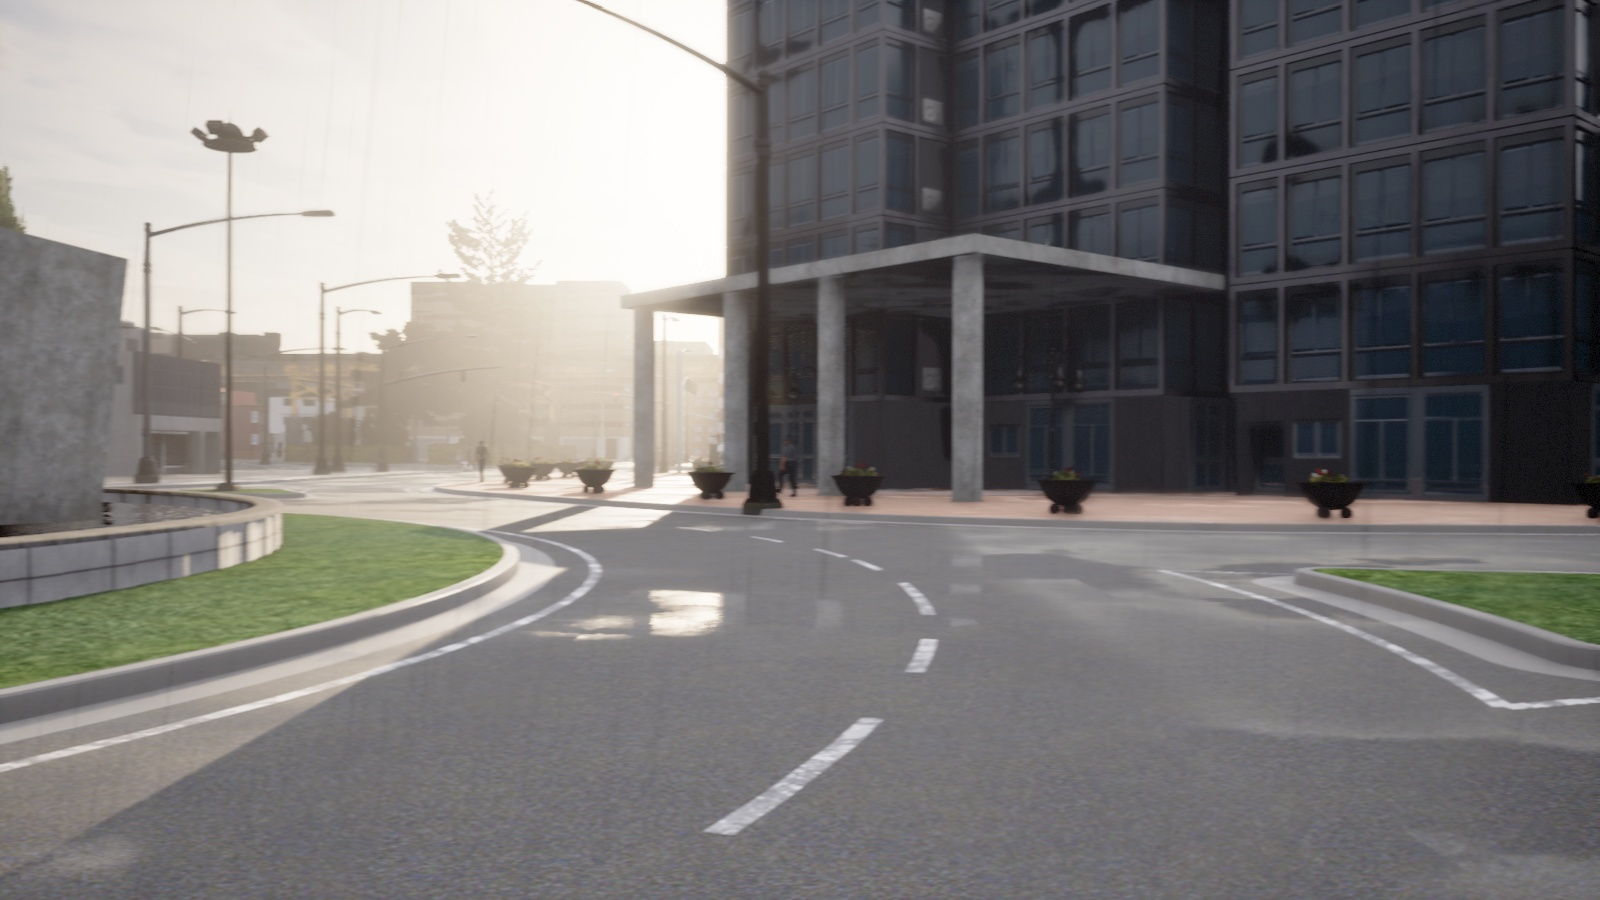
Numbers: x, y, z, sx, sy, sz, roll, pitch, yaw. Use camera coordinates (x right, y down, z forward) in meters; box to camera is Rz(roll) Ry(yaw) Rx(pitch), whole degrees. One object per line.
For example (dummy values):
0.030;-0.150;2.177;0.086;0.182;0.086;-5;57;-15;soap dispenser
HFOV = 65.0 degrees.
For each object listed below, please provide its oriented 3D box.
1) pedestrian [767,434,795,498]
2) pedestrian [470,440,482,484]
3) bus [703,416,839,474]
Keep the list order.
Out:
-0.557;0.454;36.766;0.540;1.848;0.694;0;0;-34;pedestrian
-13.361;0.479;51.809;0.328;1.805;0.869;0;0;-3;pedestrian
-2.201;-0.391;97.042;10.273;4.253;3.944;1;0;0;bus
